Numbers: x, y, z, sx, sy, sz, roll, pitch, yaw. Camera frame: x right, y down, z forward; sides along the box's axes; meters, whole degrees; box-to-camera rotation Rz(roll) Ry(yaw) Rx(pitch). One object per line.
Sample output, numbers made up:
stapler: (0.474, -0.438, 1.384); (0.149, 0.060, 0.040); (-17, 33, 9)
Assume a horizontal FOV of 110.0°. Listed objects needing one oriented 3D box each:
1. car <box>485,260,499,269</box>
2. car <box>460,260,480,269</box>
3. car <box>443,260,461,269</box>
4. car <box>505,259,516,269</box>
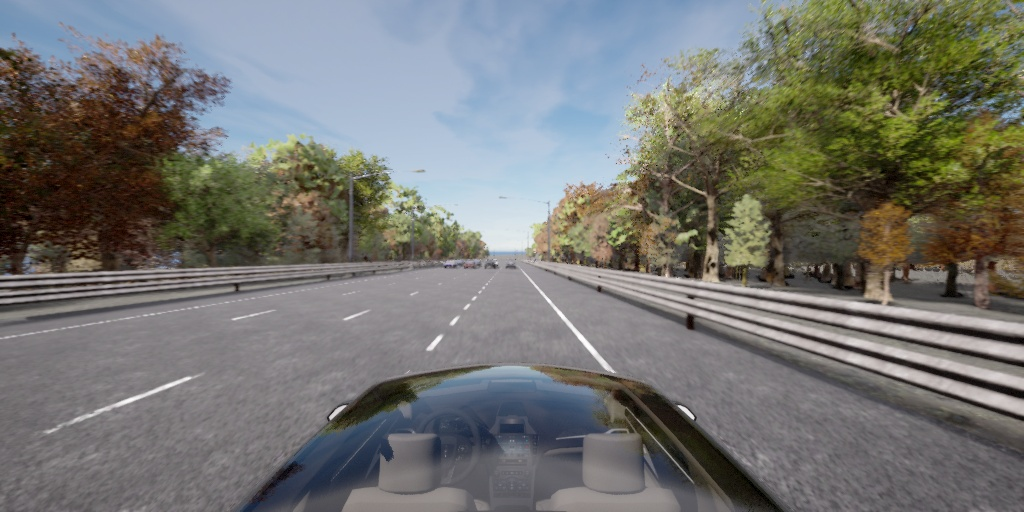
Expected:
car: (-3.737, 1.482, 62.609); (1.837, 1.490, 4.892); (0, 0, 0)
car: (-7.237, 1.517, 62.596); (2.033, 1.411, 5.357); (0, 0, 0)
car: (-10.739, 1.561, 63.029); (1.895, 1.301, 4.718); (0, 0, 0)
car: (-0.237, 1.539, 62.622); (2.033, 1.411, 5.357); (0, 0, 0)
